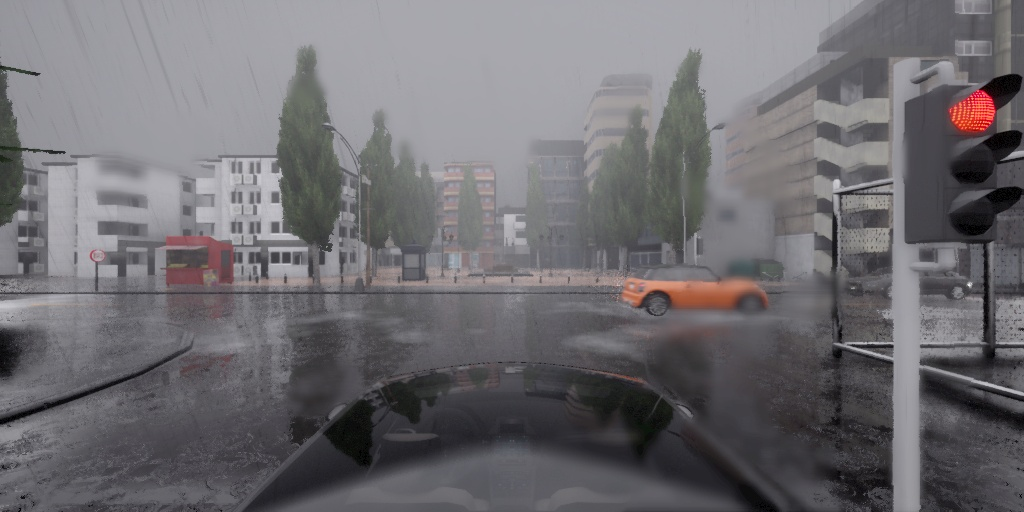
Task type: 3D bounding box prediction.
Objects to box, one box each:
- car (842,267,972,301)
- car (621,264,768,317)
[{"bbox_3d":[18.435,1.254,16.851,4.892,1.490,1.837,0,0,0],"label":"car"},{"bbox_3d":[6.330,1.101,12.641,4.553,1.767,2.097,0,0,0],"label":"car"}]
